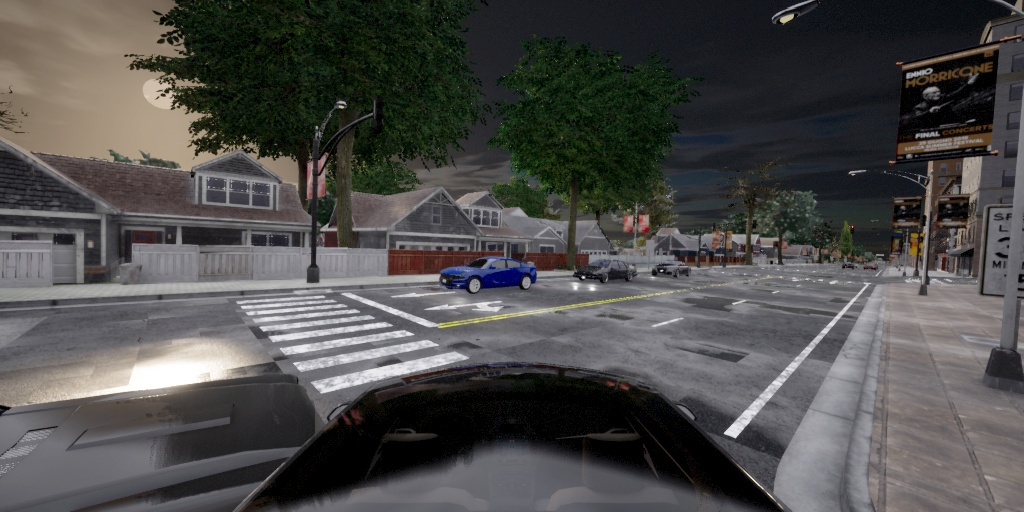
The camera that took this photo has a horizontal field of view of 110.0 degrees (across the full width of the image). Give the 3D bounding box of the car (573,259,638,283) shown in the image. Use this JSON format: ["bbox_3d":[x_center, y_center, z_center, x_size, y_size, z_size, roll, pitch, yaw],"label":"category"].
[{"bbox_3d":[6.247,0.925,23.421,5.357,1.411,2.033,1,2,-43],"label":"car"}]

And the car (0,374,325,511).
[{"bbox_3d":[-3.317,1.273,1.402,4.718,1.301,1.895,1,2,-33],"label":"car"}]

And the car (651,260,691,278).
[{"bbox_3d":[13.506,1.024,30.278,4.181,1.385,1.994,1,2,-44],"label":"car"}]

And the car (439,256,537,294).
[{"bbox_3d":[-0.981,0.776,16.567,5.008,1.535,1.882,1,3,-43],"label":"car"}]
